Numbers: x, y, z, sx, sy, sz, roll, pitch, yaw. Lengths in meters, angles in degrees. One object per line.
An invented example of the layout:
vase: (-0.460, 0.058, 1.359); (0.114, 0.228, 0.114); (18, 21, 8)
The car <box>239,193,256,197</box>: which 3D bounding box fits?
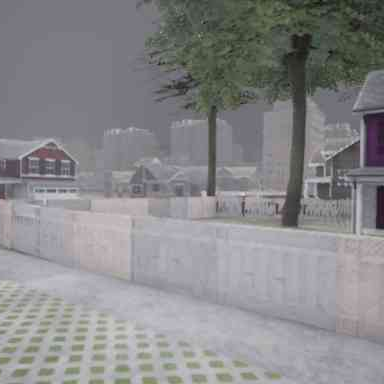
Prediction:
car: (8.200, 0.941, 50.860); (2.128, 1.511, 4.902); (1, 1, 35)
